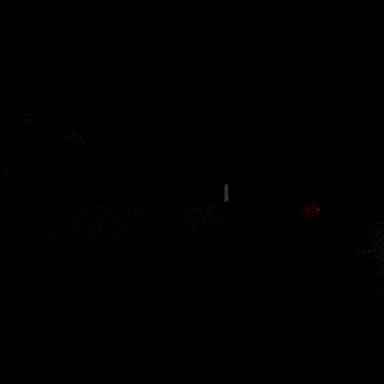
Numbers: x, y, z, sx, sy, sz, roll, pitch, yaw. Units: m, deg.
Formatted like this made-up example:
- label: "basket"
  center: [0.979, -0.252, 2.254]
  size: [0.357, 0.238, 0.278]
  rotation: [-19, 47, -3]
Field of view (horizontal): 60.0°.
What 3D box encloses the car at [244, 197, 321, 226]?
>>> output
- label: "car"
  center: [6.659, 1.366, 24.781]
  size: [5.566, 2.045, 2.150]
  rotation: [0, -1, 36]
